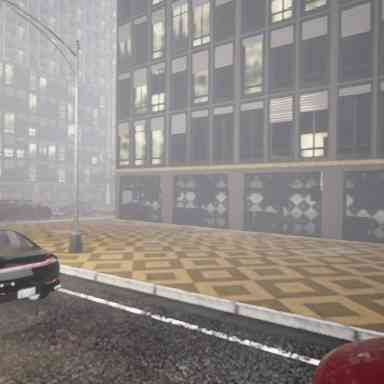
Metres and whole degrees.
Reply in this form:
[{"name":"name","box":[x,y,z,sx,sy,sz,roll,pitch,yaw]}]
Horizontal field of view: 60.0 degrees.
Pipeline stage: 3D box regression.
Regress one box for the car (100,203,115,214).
[{"name":"car","box":[-8.677,1.901,39.632,1.752,1.417,4.829,0,0,36]}]

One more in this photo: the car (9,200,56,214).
[{"name":"car","box":[-18.973,1.735,39.781,1.752,1.417,4.829,0,0,36]}]

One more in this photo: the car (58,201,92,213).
[{"name":"car","box":[-14.658,1.803,41.263,1.812,1.442,4.674,1,0,36]}]

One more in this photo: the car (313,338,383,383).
[{"name":"car","box":[2.986,1.522,1.567,4.674,1.442,1.812,0,0,35]}]

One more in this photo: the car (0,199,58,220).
[{"name":"car","box":[-15.462,1.591,30.411,2.192,1.841,5.009,0,0,36]}]

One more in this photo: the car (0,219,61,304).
[{"name":"car","box":[-4.805,1.508,7.088,4.902,1.511,2.128,0,0,35]}]
